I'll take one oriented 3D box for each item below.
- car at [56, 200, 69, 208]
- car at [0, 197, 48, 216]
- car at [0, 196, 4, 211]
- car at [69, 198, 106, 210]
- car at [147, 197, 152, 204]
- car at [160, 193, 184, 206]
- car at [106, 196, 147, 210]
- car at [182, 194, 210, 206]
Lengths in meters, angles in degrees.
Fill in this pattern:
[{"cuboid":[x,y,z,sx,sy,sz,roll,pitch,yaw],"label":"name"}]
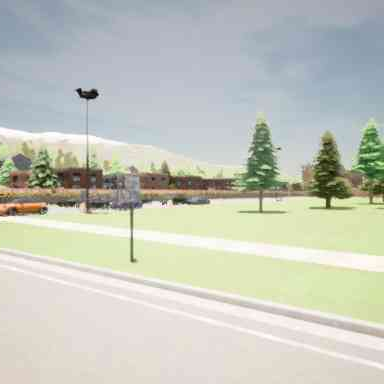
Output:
[{"cuboid":[-17.492,1.621,49.054,1.895,1.301,4.718,0,0,35],"label":"car"},{"cuboid":[-16.491,1.366,32.167,2.097,1.767,4.553,0,0,35],"label":"car"},{"cuboid":[-24.791,1.373,38.669,2.097,1.767,4.553,0,0,36],"label":"car"},{"cuboid":[-13.018,1.522,43.251,1.837,1.490,4.892,0,0,35],"label":"car"},{"cuboid":[-9.372,1.522,60.590,1.837,1.490,4.892,0,1,36],"label":"car"},{"cuboid":[-3.085,1.240,57.410,2.150,2.045,5.566,0,0,35],"label":"car"},{"cuboid":[-8.537,1.541,43.554,1.812,1.442,4.674,0,0,35],"label":"car"},{"cuboid":[1.051,1.562,57.222,2.033,1.411,5.357,0,0,35],"label":"car"}]
